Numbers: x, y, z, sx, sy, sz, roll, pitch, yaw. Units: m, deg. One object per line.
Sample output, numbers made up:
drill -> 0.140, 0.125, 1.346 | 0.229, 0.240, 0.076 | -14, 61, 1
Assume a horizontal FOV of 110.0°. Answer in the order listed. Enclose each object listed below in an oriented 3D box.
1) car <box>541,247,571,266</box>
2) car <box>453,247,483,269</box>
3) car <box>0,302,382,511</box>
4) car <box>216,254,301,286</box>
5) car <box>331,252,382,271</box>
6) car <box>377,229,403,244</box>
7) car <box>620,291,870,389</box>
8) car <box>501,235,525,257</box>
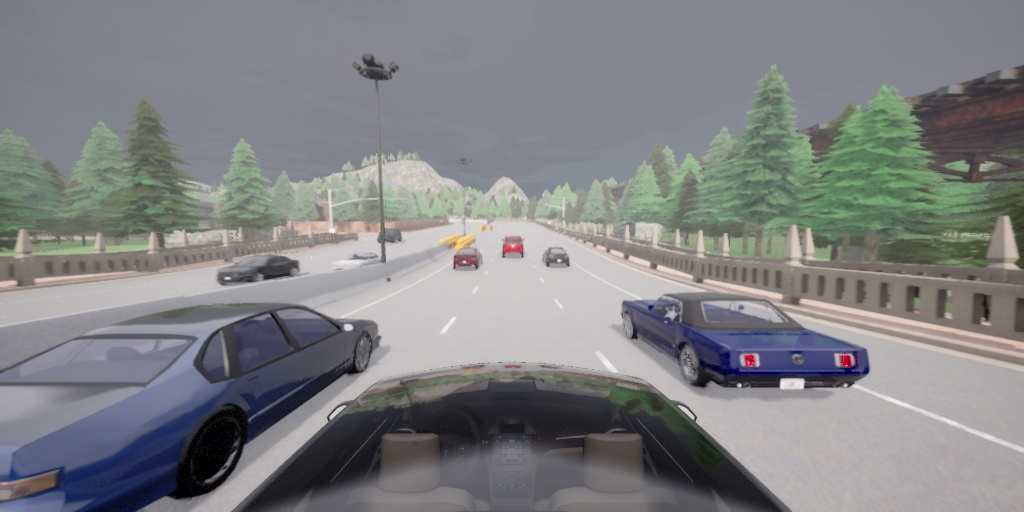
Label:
car -> 3.598, -0.033, 29.429 | 1.812, 1.442, 4.674 | 0, 6, 0
car -> -3.402, 0.045, 28.140 | 1.882, 1.535, 5.008 | 0, 5, 0
car -> -3.400, 1.292, 4.390 | 2.033, 1.411, 5.357 | 0, 0, 0
car -> -14.100, 0.684, 20.255 | 1.882, 1.535, 5.008 | 0, 4, 0
car -> -10.599, 0.454, 24.966 | 1.895, 1.301, 4.718 | 0, 5, 0
car -> -17.437, -2.857, 51.434 | 2.150, 2.045, 5.566 | 0, 6, 1
car -> 3.600, 1.326, 6.818 | 1.895, 1.301, 4.718 | 0, 1, 0
car -> 0.107, -1.124, 36.459 | 2.150, 2.045, 5.566 | 0, 6, 0
